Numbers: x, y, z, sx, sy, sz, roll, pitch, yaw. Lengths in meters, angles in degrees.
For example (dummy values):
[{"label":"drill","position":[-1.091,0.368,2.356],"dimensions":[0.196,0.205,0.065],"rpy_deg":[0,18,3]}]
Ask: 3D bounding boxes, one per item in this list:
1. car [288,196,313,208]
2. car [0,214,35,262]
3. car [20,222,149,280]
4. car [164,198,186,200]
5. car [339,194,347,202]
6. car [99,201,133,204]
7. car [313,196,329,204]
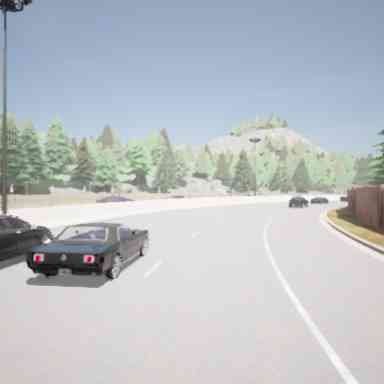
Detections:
[{"label":"car","position":[14.304,1.336,44.521],"dimensions":[1.837,1.490,4.892],"rpy_deg":[0,0,32]},{"label":"car","position":[-6.085,1.418,10.068],"dimensions":[1.837,1.490,4.892],"rpy_deg":[0,0,6]},{"label":"car","position":[-2.643,1.533,9.805],"dimensions":[1.895,1.301,4.718],"rpy_deg":[0,0,7]},{"label":"car","position":[-2.332,1.244,45.892],"dimensions":[1.837,1.490,4.892],"rpy_deg":[0,0,28]},{"label":"car","position":[31.282,1.234,66.213],"dimensions":[4.902,1.511,2.128],"rpy_deg":[0,0,-38]},{"label":"car","position":[-9.097,1.282,39.917],"dimensions":[2.033,1.411,5.357],"rpy_deg":[0,0,23]},{"label":"car","position":[21.895,1.366,56.975],"dimensions":[1.994,1.385,4.181],"rpy_deg":[1,0,44]}]
